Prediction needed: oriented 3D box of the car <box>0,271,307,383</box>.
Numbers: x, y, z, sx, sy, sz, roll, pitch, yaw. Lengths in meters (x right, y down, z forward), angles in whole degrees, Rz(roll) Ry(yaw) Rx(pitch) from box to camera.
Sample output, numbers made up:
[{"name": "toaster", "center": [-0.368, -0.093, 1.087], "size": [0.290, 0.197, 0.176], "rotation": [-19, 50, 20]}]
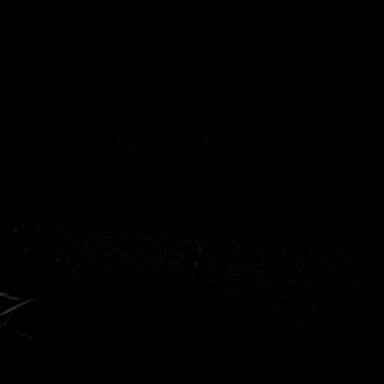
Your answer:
[{"name": "car", "center": [-0.969, 1.592, 3.659], "size": [4.313, 1.339, 1.947], "rotation": [-1, -1, 36]}]

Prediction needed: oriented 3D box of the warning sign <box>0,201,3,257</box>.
[{"name": "warning sign", "center": [-7.127, 1.231, 10.886], "size": [1.060, 1.860, 1.300], "rotation": [-1, 0, 36]}]
